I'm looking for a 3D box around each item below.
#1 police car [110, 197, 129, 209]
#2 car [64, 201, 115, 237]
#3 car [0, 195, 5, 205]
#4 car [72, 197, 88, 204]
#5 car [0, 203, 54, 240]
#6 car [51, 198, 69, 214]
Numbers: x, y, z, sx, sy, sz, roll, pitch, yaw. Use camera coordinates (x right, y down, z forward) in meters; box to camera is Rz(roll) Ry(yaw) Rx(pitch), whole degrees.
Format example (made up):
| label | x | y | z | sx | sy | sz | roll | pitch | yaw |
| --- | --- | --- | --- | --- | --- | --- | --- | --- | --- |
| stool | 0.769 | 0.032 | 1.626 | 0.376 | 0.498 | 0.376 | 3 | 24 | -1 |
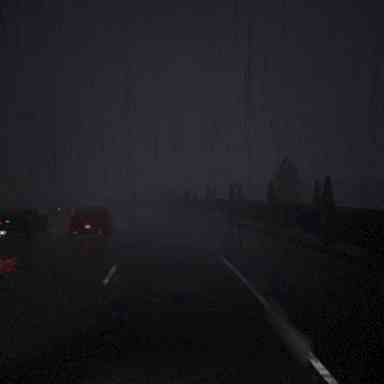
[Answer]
| label | x | y | z | sx | sy | sz | roll | pitch | yaw |
| --- | --- | --- | --- | --- | --- | --- | --- | --- | --- |
| police car | -10.497 | 1.493 | 47.538 | 1.930 | 1.638 | 5.238 | 0 | 0 | -27 |
| car | -5.431 | 1.510 | 18.266 | 1.882 | 1.535 | 5.008 | 0 | 0 | -11 |
| car | -27.075 | 1.411 | 45.709 | 2.150 | 2.045 | 5.566 | 0 | 0 | -30 |
| car | -20.853 | 1.696 | 62.099 | 1.994 | 1.385 | 4.181 | -1 | 0 | -37 |
| car | -8.752 | 1.549 | 17.034 | 1.837 | 1.490 | 4.892 | 0 | 0 | -11 |
| car | -13.815 | 1.651 | 34.678 | 1.994 | 1.385 | 4.181 | 0 | 0 | -20 |
